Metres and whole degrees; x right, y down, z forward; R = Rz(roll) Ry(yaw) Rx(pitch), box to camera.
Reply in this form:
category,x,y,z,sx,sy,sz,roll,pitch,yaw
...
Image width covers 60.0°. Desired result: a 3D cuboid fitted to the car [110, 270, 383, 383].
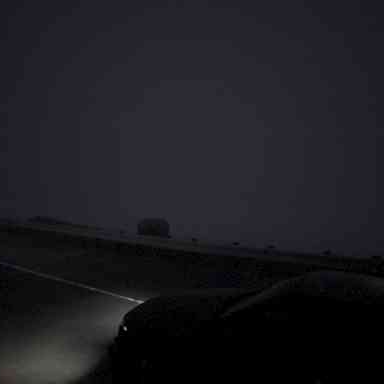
category,x,y,z,sx,sy,sz,roll,pitch,yaw
car,1.256,1.531,3.160,4.674,1.442,1.812,0,0,36
